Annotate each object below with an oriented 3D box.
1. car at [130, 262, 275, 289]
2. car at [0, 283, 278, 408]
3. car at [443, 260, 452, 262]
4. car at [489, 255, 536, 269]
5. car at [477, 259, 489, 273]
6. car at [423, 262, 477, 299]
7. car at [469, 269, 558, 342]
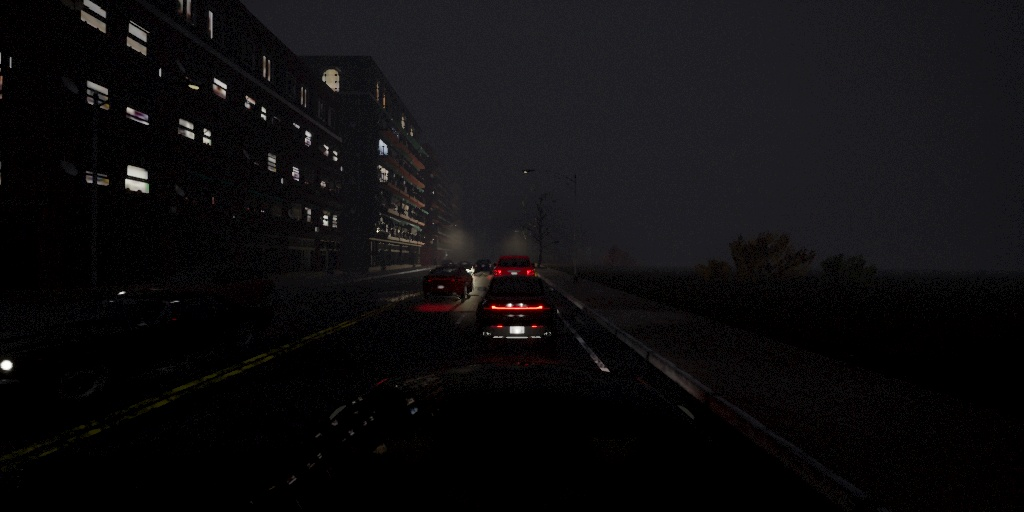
[{"bbox_3d":[-9.845,1.104,11.536,2.097,1.767,4.553,0,0,0],"label":"car"},{"bbox_3d":[-6.596,1.351,6.309,1.895,1.301,4.718,0,0,0],"label":"car"},{"bbox_3d":[-9.820,1.278,54.383,1.812,1.442,4.674,0,0,0],"label":"car"},{"bbox_3d":[0.108,0.975,20.064,2.150,2.045,5.566,0,0,0],"label":"car"},{"bbox_3d":[-3.134,1.107,41.368,2.097,1.767,4.553,0,0,0],"label":"car"},{"bbox_3d":[-3.142,1.230,18.307,1.882,1.535,5.008,0,0,0],"label":"car"},{"bbox_3d":[0.105,1.256,9.717,1.837,1.490,4.892,0,0,0],"label":"car"}]
